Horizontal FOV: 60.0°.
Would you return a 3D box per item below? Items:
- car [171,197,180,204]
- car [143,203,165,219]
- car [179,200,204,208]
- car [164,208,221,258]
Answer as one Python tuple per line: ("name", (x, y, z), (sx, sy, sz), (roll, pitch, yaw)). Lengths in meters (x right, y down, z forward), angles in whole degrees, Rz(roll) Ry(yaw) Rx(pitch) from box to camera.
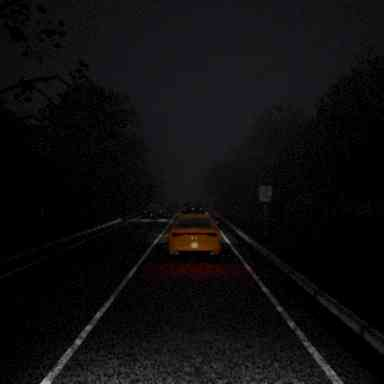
("car", (-3.503, 1.891, 73.406), (2.033, 1.411, 5.357), (0, 0, 0))
("car", (-3.599, 1.801, 32.206), (1.812, 1.442, 4.674), (0, 0, 0))
("car", (0.096, 1.634, 33.518), (2.097, 1.767, 4.553), (0, 0, 0))
("car", (0.092, 1.616, 13.424), (1.882, 1.535, 5.008), (0, 0, 0))
